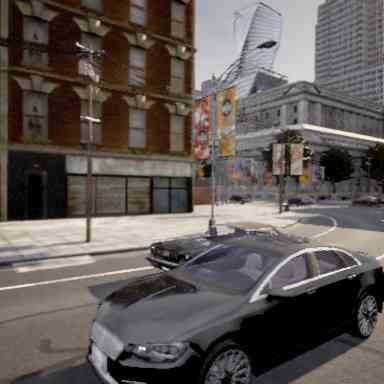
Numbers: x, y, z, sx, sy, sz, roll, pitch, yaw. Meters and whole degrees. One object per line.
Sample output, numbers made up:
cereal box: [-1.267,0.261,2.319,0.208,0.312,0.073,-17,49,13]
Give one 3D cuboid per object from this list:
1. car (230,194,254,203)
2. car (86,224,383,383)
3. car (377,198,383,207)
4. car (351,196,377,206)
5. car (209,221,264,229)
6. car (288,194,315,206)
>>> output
car: [8.361,1.124,56.093,1.837,1.490,4.892,0,0,-28]
car: [1.007,1.457,4.895,4.902,1.511,2.128,0,1,-37]
car: [26.965,1.470,43.466,1.895,1.301,4.718,0,0,-5]
car: [25.703,1.340,49.055,2.002,1.452,4.674,0,0,-15]
car: [1.147,1.532,9.219,4.718,1.301,1.895,0,1,-38]
car: [15.471,1.098,47.327,2.097,1.767,4.553,0,1,-16]
